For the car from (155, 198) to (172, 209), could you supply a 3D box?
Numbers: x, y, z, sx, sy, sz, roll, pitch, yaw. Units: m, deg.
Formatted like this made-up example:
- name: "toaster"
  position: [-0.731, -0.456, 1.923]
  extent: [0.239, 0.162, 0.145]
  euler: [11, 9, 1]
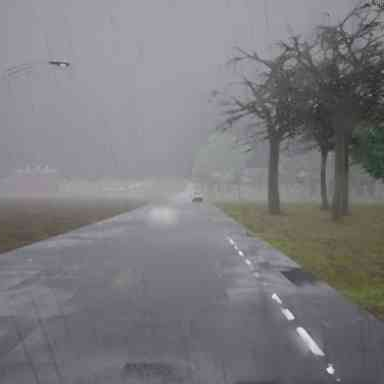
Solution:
- name: "car"
  position: [-3.580, 1.433, 42.058]
  extent: [1.895, 1.301, 4.718]
  euler: [0, 0, 0]

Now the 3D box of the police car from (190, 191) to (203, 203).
- name: "police car"
  position: [1.060, 1.152, 60.285]
  extent: [1.930, 1.638, 5.238]
  euler: [0, 0, 0]

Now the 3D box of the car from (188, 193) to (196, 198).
- name: "car"
  position: [0.015, 0.917, 93.756]
  extent: [2.033, 1.411, 5.357]
  euler: [0, 0, 0]

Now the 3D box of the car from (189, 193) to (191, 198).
- name: "car"
  position: [1.061, 0.890, 70.204]
  extent: [2.150, 2.045, 5.566]
  euler: [0, 0, 0]

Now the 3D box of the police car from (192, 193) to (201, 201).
- name: "police car"
  position: [1.062, 1.052, 76.287]
  extent: [1.930, 1.638, 5.238]
  euler: [0, 0, 0]
